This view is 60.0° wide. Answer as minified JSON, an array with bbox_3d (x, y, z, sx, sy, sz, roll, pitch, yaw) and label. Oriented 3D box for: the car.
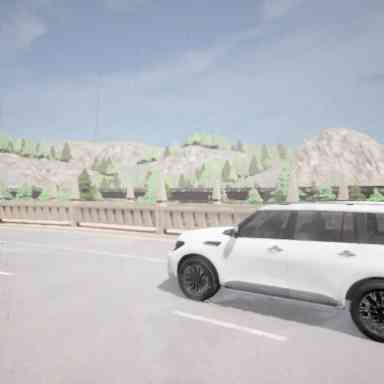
[{"bbox_3d":[2.120,1.193,6.583,5.566,2.045,2.150,0,0,34],"label":"car"}]
